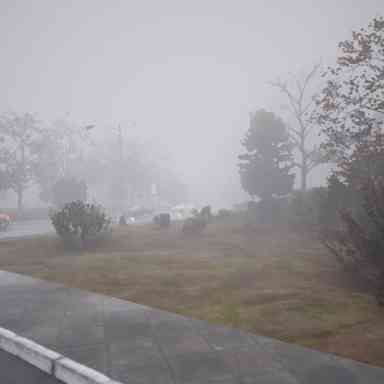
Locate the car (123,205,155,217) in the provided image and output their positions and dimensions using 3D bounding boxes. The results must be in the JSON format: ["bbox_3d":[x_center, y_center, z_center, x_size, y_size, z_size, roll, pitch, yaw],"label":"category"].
[{"bbox_3d":[-6.624,2.392,42.087,1.812,1.442,4.674,-3,-2,32],"label":"car"}]

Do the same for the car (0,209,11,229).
[{"bbox_3d":[-16.907,2.162,26.071,2.097,1.767,4.553,-3,-2,33],"label":"car"}]

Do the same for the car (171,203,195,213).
[{"bbox_3d":[-1.329,2.455,50.502,1.812,1.442,4.674,-3,-2,33],"label":"car"}]

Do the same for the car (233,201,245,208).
[{"bbox_3d":[9.133,2.366,60.252,1.882,1.535,5.008,-3,-2,32],"label":"car"}]
